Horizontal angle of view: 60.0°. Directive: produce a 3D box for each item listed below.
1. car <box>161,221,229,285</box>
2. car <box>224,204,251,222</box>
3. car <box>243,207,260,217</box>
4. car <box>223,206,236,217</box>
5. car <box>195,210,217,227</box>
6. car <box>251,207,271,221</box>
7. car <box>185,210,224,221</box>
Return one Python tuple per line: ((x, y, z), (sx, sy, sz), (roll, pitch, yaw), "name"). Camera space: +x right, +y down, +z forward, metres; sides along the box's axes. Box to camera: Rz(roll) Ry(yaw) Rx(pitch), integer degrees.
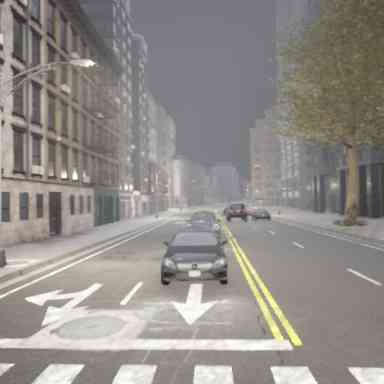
((0.136, 1.899, 10.794), (1.812, 1.442, 4.674), (-1, -2, 2), "car")
((5.196, 2.400, 38.983), (2.150, 2.045, 5.566), (-1, -3, 3), "car")
((9.043, 3.043, 51.020), (1.994, 1.385, 4.181), (-1, -2, 3), "car")
((6.058, 3.103, 54.161), (1.882, 1.535, 5.008), (-1, -2, 4), "car")
((1.437, 2.627, 33.325), (2.033, 1.411, 5.357), (-1, -2, 4), "car")
((8.500, 2.752, 40.945), (1.994, 1.385, 4.181), (-1, -2, 4), "car")
((0.702, 2.044, 20.719), (2.097, 1.767, 4.553), (-1, -2, 3), "car")
